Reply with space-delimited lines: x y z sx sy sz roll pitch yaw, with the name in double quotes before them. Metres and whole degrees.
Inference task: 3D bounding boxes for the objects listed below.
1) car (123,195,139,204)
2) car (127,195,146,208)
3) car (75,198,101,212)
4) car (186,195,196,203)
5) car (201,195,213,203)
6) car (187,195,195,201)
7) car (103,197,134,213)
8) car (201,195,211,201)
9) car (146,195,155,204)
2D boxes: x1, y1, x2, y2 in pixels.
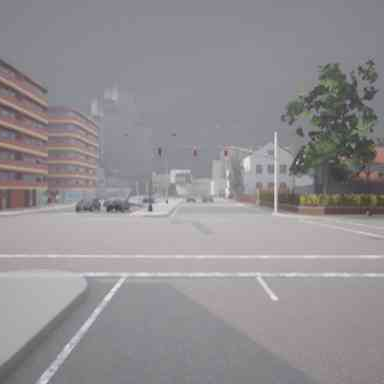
"car" -11.709 1.418 64.077 2.128 1.511 4.902 0 0 0
"car" -8.221 1.472 48.009 1.812 1.442 4.674 0 0 0
"car" -11.697 1.462 37.769 1.837 1.490 4.892 0 0 0
"car" -0.191 1.449 68.896 1.812 1.442 4.674 0 0 0
"car" 3.311 1.471 68.490 2.033 1.411 5.357 0 0 0
"car" -0.218 1.404 78.896 1.812 1.442 4.674 0 0 0
"car" -8.192 1.559 37.098 1.895 1.301 4.718 0 0 0
"car" 3.282 1.405 78.906 2.128 1.511 4.902 0 0 0
"car" -8.216 1.406 64.106 1.882 1.535 5.008 0 0 1
